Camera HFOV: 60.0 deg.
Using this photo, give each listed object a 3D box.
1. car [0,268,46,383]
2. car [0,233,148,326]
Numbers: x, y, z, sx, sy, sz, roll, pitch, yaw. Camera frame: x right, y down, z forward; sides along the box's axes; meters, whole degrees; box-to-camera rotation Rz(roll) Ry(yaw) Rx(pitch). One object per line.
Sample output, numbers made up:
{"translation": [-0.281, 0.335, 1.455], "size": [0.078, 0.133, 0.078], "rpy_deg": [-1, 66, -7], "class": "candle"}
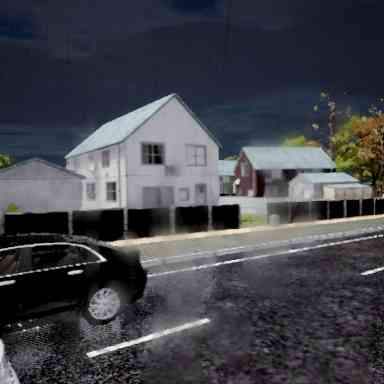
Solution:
{"translation": [-3.292, 1.543, 1.338], "size": [4.674, 1.442, 1.812], "rpy_deg": [-1, 0, -36], "class": "car"}
{"translation": [-3.106, 1.502, 5.462], "size": [4.892, 1.490, 1.837], "rpy_deg": [0, 0, -36], "class": "car"}
